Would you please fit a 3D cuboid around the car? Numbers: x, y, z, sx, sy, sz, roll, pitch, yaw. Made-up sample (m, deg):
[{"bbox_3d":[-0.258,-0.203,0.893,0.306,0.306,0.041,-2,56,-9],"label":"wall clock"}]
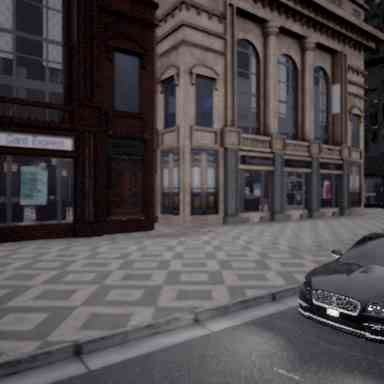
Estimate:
[{"bbox_3d":[4.030,1.507,6.242,4.892,1.490,1.837,0,0,-35],"label":"car"}]
